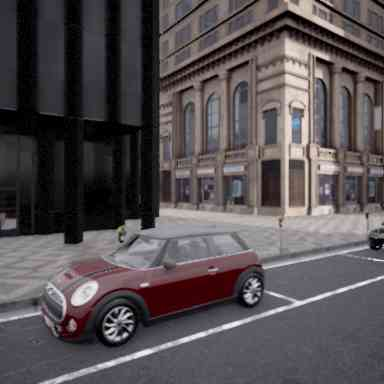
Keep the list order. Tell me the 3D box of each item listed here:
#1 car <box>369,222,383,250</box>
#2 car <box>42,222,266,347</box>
[{"bbox_3d":[8.544,1.508,12.750,4.313,1.339,1.947,0,0,-36],"label":"car"},{"bbox_3d":[-0.573,1.427,6.238,4.097,1.590,1.967,0,0,-36],"label":"car"}]
